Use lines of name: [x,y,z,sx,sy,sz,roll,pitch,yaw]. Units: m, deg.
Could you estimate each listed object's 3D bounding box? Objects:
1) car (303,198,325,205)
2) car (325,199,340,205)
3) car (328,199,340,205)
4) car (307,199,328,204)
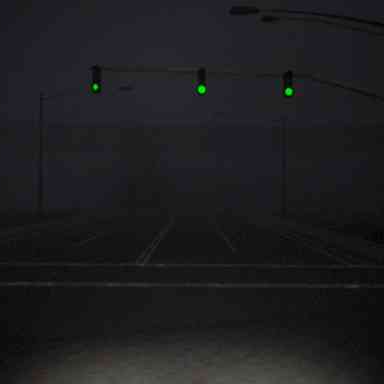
car: [29.384,2.372,77.942,2.038,1.542,4.974,0,-1,-29]
car: [32.421,2.356,75.774,2.038,1.542,4.974,0,-1,31]
car: [32.448,2.199,75.820,1.853,1.218,4.536,0,-1,31]
car: [29.360,2.215,77.989,1.853,1.218,4.536,0,-1,-29]
